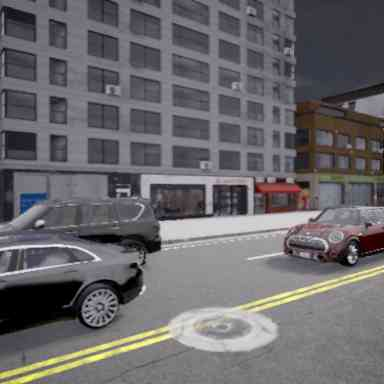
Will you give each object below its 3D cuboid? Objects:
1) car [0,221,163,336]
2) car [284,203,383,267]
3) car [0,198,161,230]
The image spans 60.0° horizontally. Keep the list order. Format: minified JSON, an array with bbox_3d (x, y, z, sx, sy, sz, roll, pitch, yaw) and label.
[{"bbox_3d":[-3.137,1.489,5.317,4.902,1.511,2.128,0,0,-36],"label":"car"},{"bbox_3d":[5.192,1.277,11.258,4.553,1.767,2.097,0,0,-35],"label":"car"},{"bbox_3d":[-3.477,1.205,9.066,5.566,2.045,2.150,-1,0,-35],"label":"car"}]
